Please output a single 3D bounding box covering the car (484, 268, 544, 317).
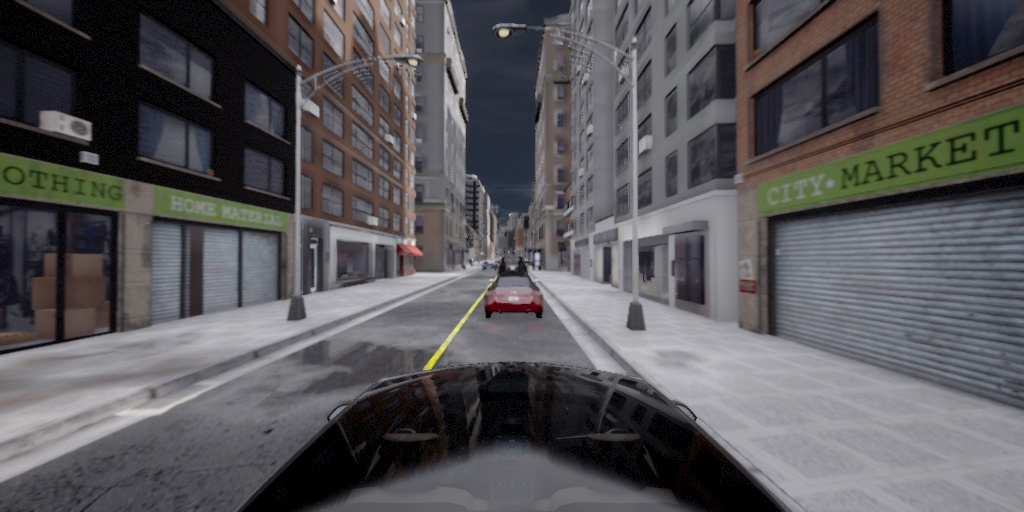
[{"bbox_3d":[0.067,1.299,13.126,1.994,1.385,4.181,0,0,0],"label":"car"}]

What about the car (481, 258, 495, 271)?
[{"bbox_3d":[-3.072,1.262,49.902,1.812,1.442,4.674,0,0,0],"label":"car"}]

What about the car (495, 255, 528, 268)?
[{"bbox_3d":[0.068,0.951,27.794,2.150,2.045,5.566,0,0,0],"label":"car"}]
